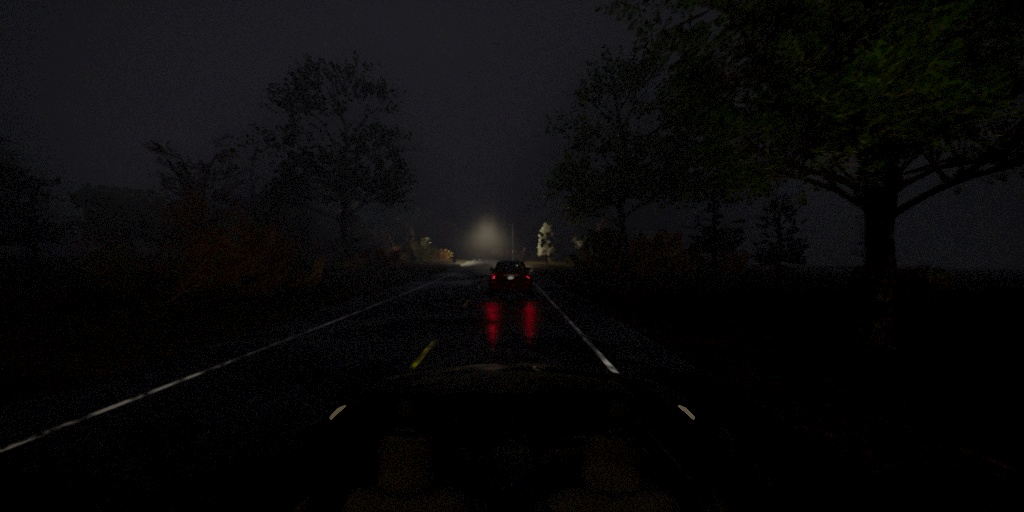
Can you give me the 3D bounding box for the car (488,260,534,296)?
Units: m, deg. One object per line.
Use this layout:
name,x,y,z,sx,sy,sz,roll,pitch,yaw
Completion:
car,-0.084,0.980,18.332,2.097,1.767,4.553,0,0,-1
